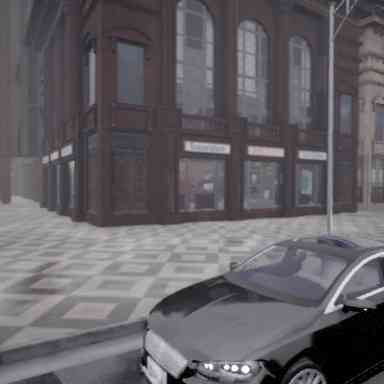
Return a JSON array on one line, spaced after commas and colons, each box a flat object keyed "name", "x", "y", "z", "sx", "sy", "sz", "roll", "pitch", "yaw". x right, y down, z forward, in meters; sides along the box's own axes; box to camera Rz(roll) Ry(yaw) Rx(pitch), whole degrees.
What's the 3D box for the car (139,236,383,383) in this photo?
[{"name": "car", "x": 1.728, "y": 1.411, "z": 4.429, "sx": 4.902, "sy": 1.511, "sz": 2.128, "roll": 0, "pitch": 1, "yaw": -33}]
